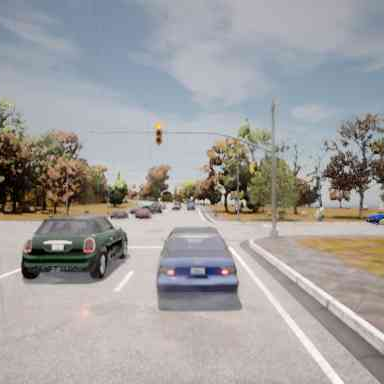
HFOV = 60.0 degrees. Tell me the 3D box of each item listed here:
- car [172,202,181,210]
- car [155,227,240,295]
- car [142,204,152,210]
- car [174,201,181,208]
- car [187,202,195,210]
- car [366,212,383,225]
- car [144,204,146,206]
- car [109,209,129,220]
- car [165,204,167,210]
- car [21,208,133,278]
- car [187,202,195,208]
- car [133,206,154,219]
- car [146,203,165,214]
[{"bbox_3d":[-3.721,3.578,77.972,1.895,1.301,4.718,0,0,0],"label":"car"},{"bbox_3d":[0.066,1.650,9.040,2.033,1.411,5.357,0,-1,-1],"label":"car"},{"bbox_3d":[-10.725,3.568,79.392,1.895,1.301,4.718,0,0,0],"label":"car"},{"bbox_3d":[-3.842,3.292,88.005,1.837,1.490,4.892,0,0,-4],"label":"car"},{"bbox_3d":[-0.220,3.506,77.917,1.812,1.442,4.674,0,0,0],"label":"car"},{"bbox_3d":[20.255,2.555,33.590,5.008,1.535,1.882,0,-3,-3],"label":"car"},{"bbox_3d":[-10.711,3.556,64.274,2.033,1.411,5.357,0,0,0],"label":"car"},{"bbox_3d":[-10.725,3.294,49.140,1.994,1.385,4.181,0,-2,0],"label":"car"},{"bbox_3d":[-7.232,3.481,81.495,2.128,1.511,4.902,0,0,0],"label":"car"},{"bbox_3d":[-3.446,1.492,10.654,2.097,1.767,4.553,0,-1,0],"label":"car"},{"bbox_3d":[-0.344,3.349,88.099,1.994,1.385,4.181,0,0,-4],"label":"car"},{"bbox_3d":[-7.226,3.208,49.198,1.882,1.535,5.008,0,-2,0],"label":"car"},{"bbox_3d":[-7.208,3.236,66.605,2.150,2.045,5.566,0,0,0],"label":"car"}]
